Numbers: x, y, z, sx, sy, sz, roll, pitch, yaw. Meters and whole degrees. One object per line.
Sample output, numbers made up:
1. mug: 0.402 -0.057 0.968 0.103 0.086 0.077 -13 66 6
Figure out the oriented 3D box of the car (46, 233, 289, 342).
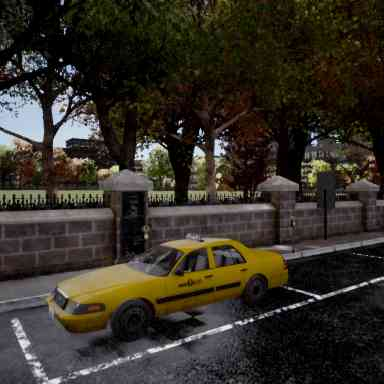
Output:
1. car: -0.171 1.525 6.448 4.829 1.417 1.752 0 0 -36
